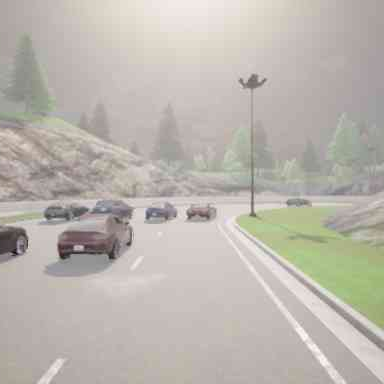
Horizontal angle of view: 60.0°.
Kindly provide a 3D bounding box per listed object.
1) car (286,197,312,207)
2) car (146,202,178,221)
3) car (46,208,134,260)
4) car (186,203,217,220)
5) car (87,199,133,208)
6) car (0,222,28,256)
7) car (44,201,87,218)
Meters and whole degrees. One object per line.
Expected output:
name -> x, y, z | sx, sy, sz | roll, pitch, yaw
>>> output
car -> 16.648, 1.491, 51.803 | 4.902, 1.511, 2.128 | 0, 0, -37
car -> -2.481, 1.526, 27.620 | 1.812, 1.442, 4.674 | 0, 0, 10
car -> -3.412, 1.526, 12.342 | 1.812, 1.442, 4.674 | 0, 0, 0
car -> 0.948, 1.600, 28.445 | 1.895, 1.301, 4.718 | 0, 0, 13
car -> -6.175, 1.353, 26.430 | 2.097, 1.767, 4.553 | 0, 0, 8
car -> -6.918, 1.492, 10.270 | 2.128, 1.511, 4.902 | 0, 0, 0
car -> -9.874, 1.492, 26.673 | 2.128, 1.511, 4.902 | 0, 0, 6
